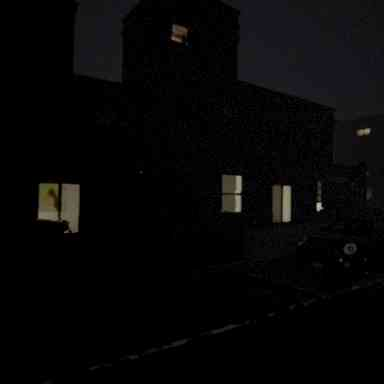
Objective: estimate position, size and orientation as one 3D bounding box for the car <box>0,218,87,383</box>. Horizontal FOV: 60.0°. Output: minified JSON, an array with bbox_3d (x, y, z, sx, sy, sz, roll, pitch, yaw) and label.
[{"bbox_3d":[-3.788,1.313,3.835,5.009,1.841,2.192,0,1,-35],"label":"car"}]

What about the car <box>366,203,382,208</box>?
[{"bbox_3d":[18.331,1.669,36.343,1.887,1.381,4.507,1,-1,-35],"label":"car"}]

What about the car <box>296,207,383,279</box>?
[{"bbox_3d":[5.016,1.456,10.115,4.097,1.590,1.967,0,1,-35],"label":"car"}]
